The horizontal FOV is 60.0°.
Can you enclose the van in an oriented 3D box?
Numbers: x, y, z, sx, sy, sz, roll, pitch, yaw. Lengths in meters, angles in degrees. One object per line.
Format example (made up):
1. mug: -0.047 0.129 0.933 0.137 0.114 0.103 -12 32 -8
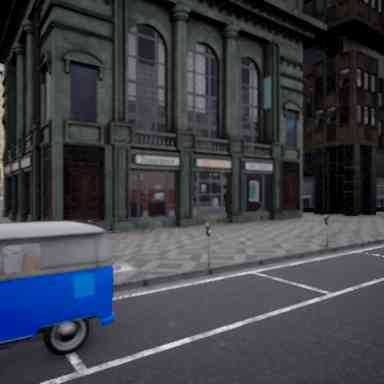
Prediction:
1. van: -3.056 1.341 4.472 3.998 1.788 1.690 0 0 -36
